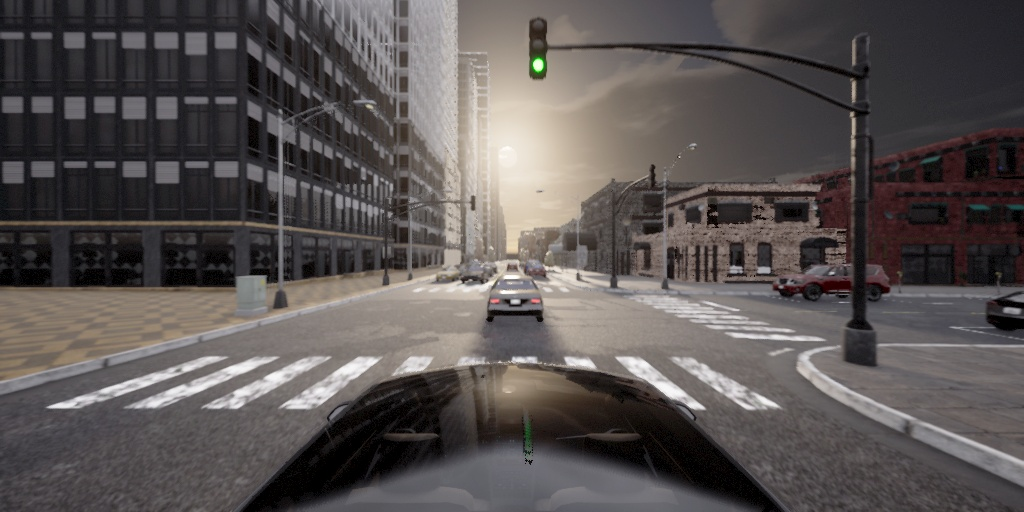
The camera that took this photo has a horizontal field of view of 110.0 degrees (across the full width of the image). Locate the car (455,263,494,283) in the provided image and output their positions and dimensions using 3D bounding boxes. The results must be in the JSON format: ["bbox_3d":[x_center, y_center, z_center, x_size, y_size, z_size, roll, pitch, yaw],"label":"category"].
[{"bbox_3d":[-3.086,1.552,30.965,2.033,1.411,5.357,0,-1,4],"label":"car"}]

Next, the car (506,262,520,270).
[{"bbox_3d":[0.046,1.749,61.347,1.882,1.535,5.008,0,-1,0],"label":"car"}]

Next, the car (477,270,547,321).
[{"bbox_3d":[0.094,1.395,12.924,2.033,1.411,5.357,0,0,0],"label":"car"}]

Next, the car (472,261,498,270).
[{"bbox_3d":[-3.109,1.583,40.859,2.128,1.511,4.902,0,-1,0],"label":"car"}]

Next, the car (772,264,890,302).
[{"bbox_3d":[16.512,1.320,18.636,5.009,1.841,2.192,0,0,1],"label":"car"}]

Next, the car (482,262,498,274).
[{"bbox_3d":[-3.078,1.661,51.280,1.882,1.535,5.008,0,-1,0],"label":"car"}]

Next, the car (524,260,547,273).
[{"bbox_3d":[2.677,1.515,38.914,1.967,1.591,4.097,0,0,0],"label":"car"}]

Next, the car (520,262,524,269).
[{"bbox_3d":[2.673,1.489,50.202,2.192,1.841,5.009,0,0,0],"label":"car"}]

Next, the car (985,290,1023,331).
[{"bbox_3d":[16.408,1.627,10.256,4.313,1.339,1.948,0,0,1],"label":"car"}]

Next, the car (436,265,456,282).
[{"bbox_3d":[-5.840,1.551,33.152,1.751,1.417,4.829,0,0,0],"label":"car"}]
